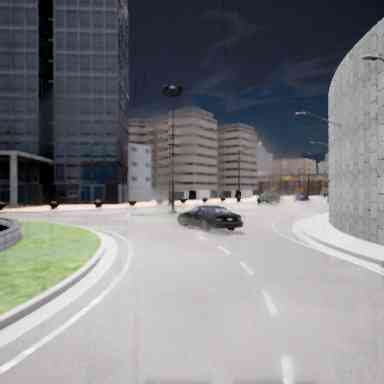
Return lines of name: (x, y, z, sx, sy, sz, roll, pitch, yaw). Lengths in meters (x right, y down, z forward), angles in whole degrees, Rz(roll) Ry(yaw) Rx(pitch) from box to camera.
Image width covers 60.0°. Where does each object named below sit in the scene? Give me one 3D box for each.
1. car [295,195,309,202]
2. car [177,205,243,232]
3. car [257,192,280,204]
car: (22.891, 1.273, 69.040, 1.812, 1.442, 4.674, 0, 0, 38)
car: (0.912, 1.492, 19.778, 2.033, 1.411, 5.357, 0, 0, -25)
car: (13.105, 1.035, 56.686, 2.150, 2.045, 5.566, 0, 0, 39)
